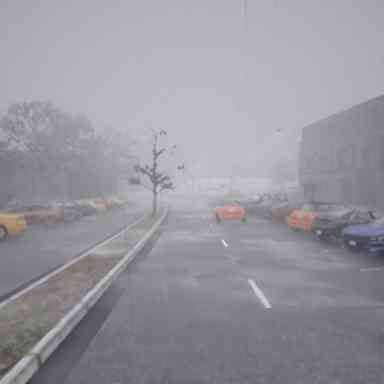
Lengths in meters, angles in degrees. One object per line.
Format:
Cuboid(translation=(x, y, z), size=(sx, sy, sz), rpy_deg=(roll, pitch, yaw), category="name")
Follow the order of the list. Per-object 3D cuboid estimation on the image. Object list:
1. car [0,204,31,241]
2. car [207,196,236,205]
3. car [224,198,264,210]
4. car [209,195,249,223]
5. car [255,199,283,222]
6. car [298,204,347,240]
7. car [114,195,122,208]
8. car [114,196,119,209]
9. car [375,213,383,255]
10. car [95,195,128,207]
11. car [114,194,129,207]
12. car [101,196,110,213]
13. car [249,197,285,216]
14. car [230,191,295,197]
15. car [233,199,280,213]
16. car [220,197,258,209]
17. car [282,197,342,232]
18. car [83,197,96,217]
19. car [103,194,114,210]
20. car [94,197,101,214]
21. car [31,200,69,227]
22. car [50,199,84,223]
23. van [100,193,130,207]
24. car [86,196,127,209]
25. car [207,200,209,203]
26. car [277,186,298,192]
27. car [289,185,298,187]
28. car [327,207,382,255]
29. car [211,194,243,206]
Cuboid(translation=(-10.545, 1.502, 15.603), size=(5.008, 1.535, 2.097), rpy_deg=(-1, 0, -21), category="car")
Cuboid(translation=(5.294, 1.474, 60.250), size=(4.792, 1.488, 2.163), rpy_deg=(1, 0, -26), category="car")
Cuboid(translation=(6.624, 1.492, 42.215), size=(4.674, 1.452, 2.002), rpy_deg=(1, 0, -24), category="car")
Cuboid(translation=(2.738, 1.338, 25.698), size=(2.097, 1.767, 4.553), rpy_deg=(0, 0, -2), category="car")
Cuboid(translation=(7.482, 1.466, 24.113), size=(5.008, 1.535, 2.097), rpy_deg=(1, 0, -22), category="car")
Cuboid(translation=(7.668, 1.474, 15.048), size=(4.892, 1.521, 2.231), rpy_deg=(1, 0, -21), category="car")
Cuboid(translation=(-11.710, 1.539, 42.232), size=(4.674, 1.452, 2.002), rpy_deg=(-1, 0, -24), category="car")
Cuboid(translation=(-11.509, 1.539, 39.277), size=(4.674, 1.452, 2.002), rpy_deg=(-1, 0, -23), category="car")
Cuboid(translation=(7.909, 1.477, 9.086), size=(5.366, 1.575, 1.946), rpy_deg=(1, 0, -20), category="car")
Cuboid(translation=(-12.385, 1.372, 51.101), size=(4.553, 1.767, 2.185), rpy_deg=(-1, 0, -25), category="car")
Cuboid(translation=(-11.764, 1.493, 45.266), size=(5.366, 1.575, 1.946), rpy_deg=(-1, 0, -24), category="car")
Cuboid(translation=(-11.338, 1.499, 33.290), size=(5.366, 1.575, 1.946), rpy_deg=(-1, 0, -23), category="car")
Cuboid(translation=(7.278, 1.461, 30.147), size=(5.008, 1.535, 2.097), rpy_deg=(1, 0, -23), category="car")
Cuboid(translation=(7.116, 1.207, 33.151), size=(5.566, 2.045, 2.435), rpy_deg=(1, 0, -23), category="car")
Cuboid(translation=(6.979, 1.496, 36.188), size=(4.674, 1.452, 2.002), rpy_deg=(1, 0, -23), category="car")
Cuboid(translation=(6.409, 1.489, 45.232), size=(4.674, 1.452, 2.002), rpy_deg=(1, 0, -24), category="car")
Cuboid(translation=(7.609, 1.345, 18.067), size=(4.553, 1.767, 2.185), rpy_deg=(1, 0, -21), category="car")
Cuboid(translation=(-10.887, 1.500, 27.448), size=(5.008, 1.535, 2.097), rpy_deg=(-1, 0, -22), category="car")
Cuboid(translation=(-11.305, 1.373, 36.332), size=(4.553, 1.767, 2.185), rpy_deg=(-1, 0, -23), category="car")
Cuboid(translation=(-11.055, 1.375, 30.399), size=(4.553, 1.767, 2.185), rpy_deg=(-1, 0, -22), category="car")
Cuboid(translation=(-10.719, 1.531, 21.511), size=(4.792, 1.488, 2.163), rpy_deg=(-1, 0, -21), category="car")
Cuboid(translation=(-10.755, 1.530, 24.506), size=(4.792, 1.488, 2.163), rpy_deg=(-1, 0, -22), category="car")
Cuboid(translation=(-12.582, 1.270, 54.088), size=(4.442, 1.987, 1.878), rpy_deg=(-1, 0, -25), category="van")
Cuboid(translation=(-12.332, 1.498, 48.060), size=(5.366, 1.575, 1.946), rpy_deg=(-1, 0, -24), category="car")
Cuboid(translation=(5.238, 1.436, 57.189), size=(5.366, 1.575, 1.946), rpy_deg=(1, 0, -26), category="car")
Cuboid(translation=(19.930, 0.152, 72.436), size=(2.002, 1.452, 4.674), rpy_deg=(-7, 4, -30), category="car")
Cuboid(translation=(22.876, -0.428, 72.954), size=(2.435, 2.045, 5.566), rpy_deg=(-7, 4, -30), category="car")
Cuboid(translation=(7.724, 1.476, 12.029), size=(5.008, 1.535, 2.097), rpy_deg=(1, 0, -21), category="car")
Cuboid(translation=(5.716, 1.318, 54.274), size=(4.553, 1.767, 2.185), rpy_deg=(1, 0, -25), category="car")
